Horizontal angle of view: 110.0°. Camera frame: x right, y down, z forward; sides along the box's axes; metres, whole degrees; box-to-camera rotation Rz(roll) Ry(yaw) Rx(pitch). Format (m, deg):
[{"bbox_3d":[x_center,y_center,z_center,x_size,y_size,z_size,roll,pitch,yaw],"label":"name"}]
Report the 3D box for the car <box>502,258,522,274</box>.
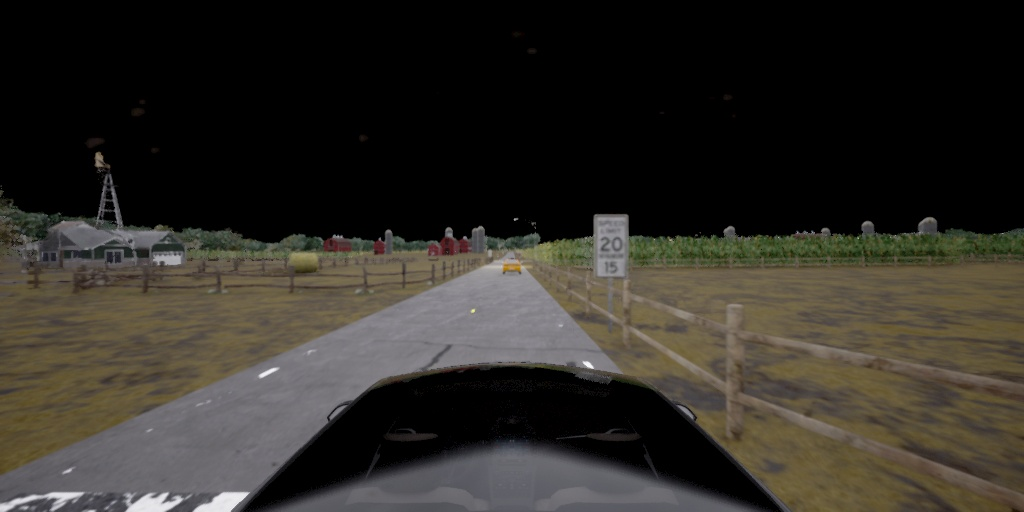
[{"bbox_3d":[-0.003,1.039,37.498,1.882,1.535,5.008,0,1,0],"label":"car"}]
